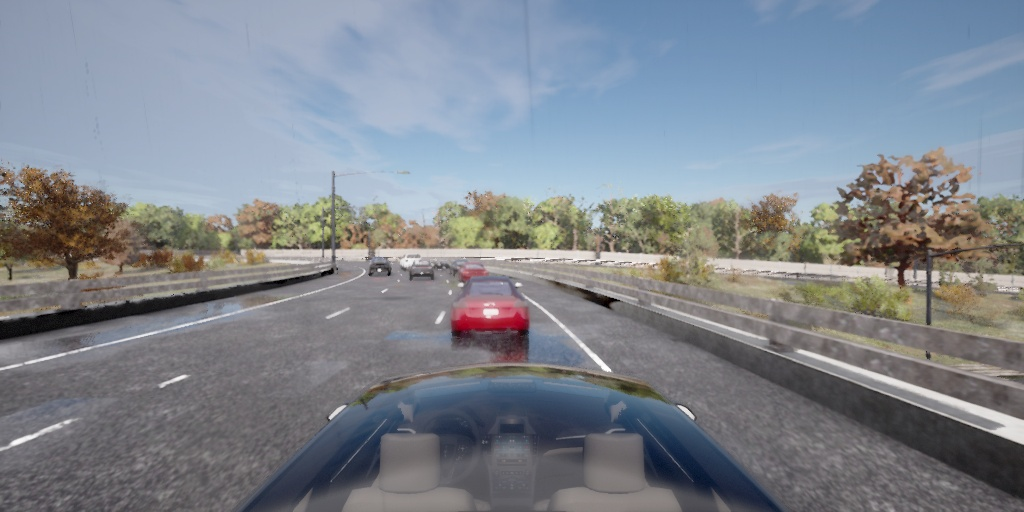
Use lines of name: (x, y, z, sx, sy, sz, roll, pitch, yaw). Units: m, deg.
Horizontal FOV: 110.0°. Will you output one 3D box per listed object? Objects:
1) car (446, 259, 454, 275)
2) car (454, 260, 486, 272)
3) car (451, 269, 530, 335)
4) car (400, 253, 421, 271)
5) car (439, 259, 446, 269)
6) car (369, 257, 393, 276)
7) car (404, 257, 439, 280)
car: (-4.556, 1.066, 32.131, 1.812, 1.442, 4.674, 0, 0, -15)
car: (-2.649, 1.122, 23.972, 1.812, 1.442, 4.674, 0, 0, -12)
car: (-0.632, 1.255, 10.318, 1.994, 1.385, 4.181, 0, 0, -4)
car: (-12.195, 0.688, 43.364, 2.150, 2.045, 5.566, 0, 1, -22)
car: (-8.881, 1.057, 44.447, 1.895, 1.301, 4.718, 0, 0, -22)
car: (-12.389, 1.032, 33.844, 1.837, 1.490, 4.892, 0, -1, -18)
car: (-7.288, 1.056, 28.883, 2.128, 1.511, 4.902, 0, 0, -15)
